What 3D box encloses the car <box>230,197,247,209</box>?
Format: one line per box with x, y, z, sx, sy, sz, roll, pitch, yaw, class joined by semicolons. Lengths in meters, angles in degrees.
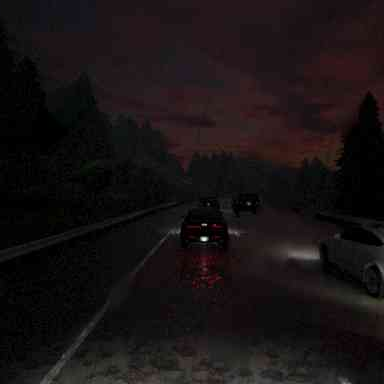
5.854;1.337;42.590;2.033;1.411;5.357;0;0;6;car

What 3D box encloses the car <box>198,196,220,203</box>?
1.687;1.184;33.163;2.097;1.767;4.553;0;0;4;car

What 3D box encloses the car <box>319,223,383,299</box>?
4.707;1.491;8.219;1.812;1.442;4.674;0;0;2;car

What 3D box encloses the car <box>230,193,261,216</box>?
4.921;1.073;30.260;2.150;2.045;5.566;0;0;4;car

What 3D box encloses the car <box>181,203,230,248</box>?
0.561;1.431;14.436;1.837;1.490;4.892;0;0;3;car
